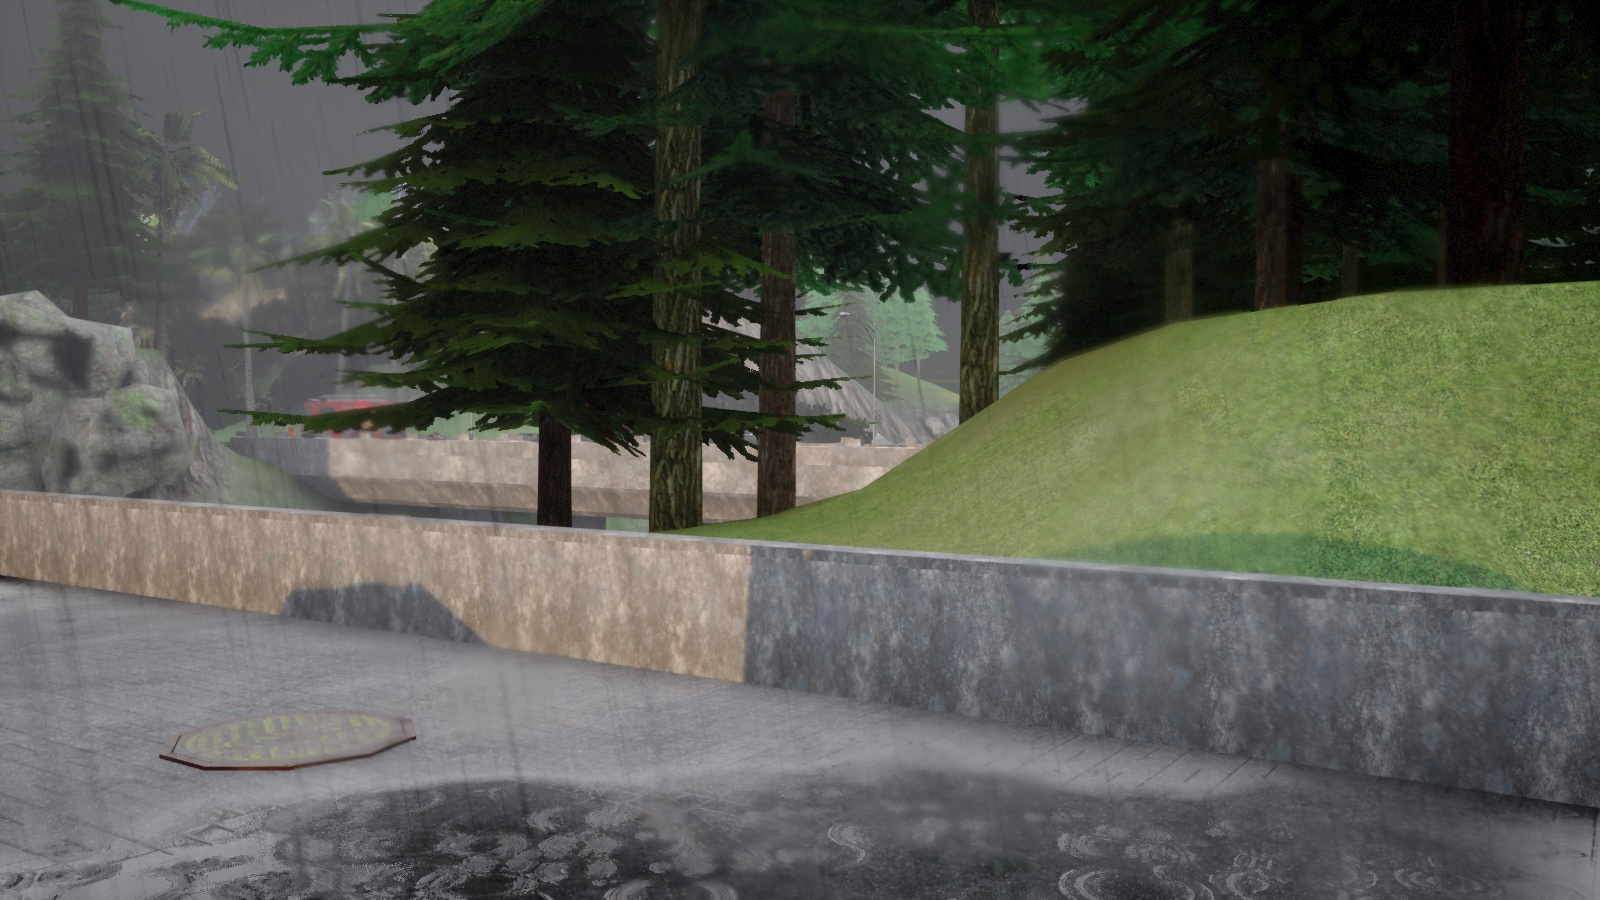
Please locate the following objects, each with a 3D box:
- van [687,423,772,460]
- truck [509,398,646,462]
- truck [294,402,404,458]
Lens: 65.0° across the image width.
[{"bbox_3d":[-4.005,-0.480,71.104,4.480,2.038,2.069,0,1,34],"label":"van"},{"bbox_3d":[-12.840,-1.119,72.146,7.936,3.462,2.891,0,1,34],"label":"truck"},{"bbox_3d":[-32.311,-1.368,89.843,8.468,3.827,2.891,0,1,34],"label":"truck"}]
